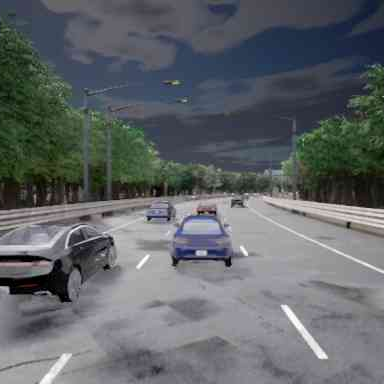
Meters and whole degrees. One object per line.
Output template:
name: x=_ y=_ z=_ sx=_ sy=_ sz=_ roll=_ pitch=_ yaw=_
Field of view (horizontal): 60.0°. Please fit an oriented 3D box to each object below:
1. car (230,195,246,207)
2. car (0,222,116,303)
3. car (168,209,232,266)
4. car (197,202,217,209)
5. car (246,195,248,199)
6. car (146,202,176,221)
car: x=6.986 y=1.499 z=51.428 sx=1.837 sy=1.490 sz=4.892 roll=0 pitch=0 yaw=8
car: x=-3.258 y=1.488 z=8.179 sx=2.128 sy=1.511 sz=4.902 roll=0 pitch=0 yaw=1
car: x=0.330 y=1.525 z=11.506 sx=1.812 sy=1.442 sz=4.674 roll=0 pitch=0 yaw=2
car: x=1.529 y=1.599 z=32.490 sx=1.895 sy=1.301 sz=4.718 roll=0 pitch=0 yaw=5
car: x=10.736 y=1.507 z=74.605 sx=2.128 sy=1.511 sz=4.902 roll=0 pitch=0 yaw=11
car: x=-2.412 y=1.542 z=26.956 sx=2.033 sy=1.411 sz=5.357 roll=0 pitch=0 yaw=4
